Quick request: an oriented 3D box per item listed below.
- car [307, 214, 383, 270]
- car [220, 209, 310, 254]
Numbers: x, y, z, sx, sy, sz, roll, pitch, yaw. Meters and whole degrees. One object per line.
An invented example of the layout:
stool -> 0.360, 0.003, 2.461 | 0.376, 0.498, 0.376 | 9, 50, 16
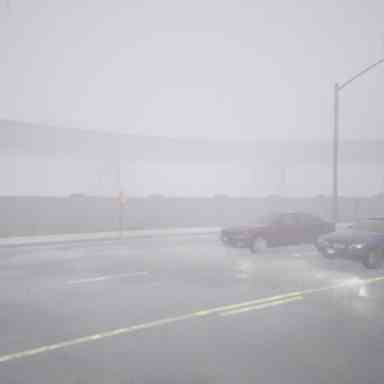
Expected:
car -> 6.371, 1.537, 10.975 | 4.674, 1.442, 1.812 | 0, 0, -22
car -> 3.542, 1.489, 13.508 | 5.008, 1.535, 1.882 | 0, 0, -24
